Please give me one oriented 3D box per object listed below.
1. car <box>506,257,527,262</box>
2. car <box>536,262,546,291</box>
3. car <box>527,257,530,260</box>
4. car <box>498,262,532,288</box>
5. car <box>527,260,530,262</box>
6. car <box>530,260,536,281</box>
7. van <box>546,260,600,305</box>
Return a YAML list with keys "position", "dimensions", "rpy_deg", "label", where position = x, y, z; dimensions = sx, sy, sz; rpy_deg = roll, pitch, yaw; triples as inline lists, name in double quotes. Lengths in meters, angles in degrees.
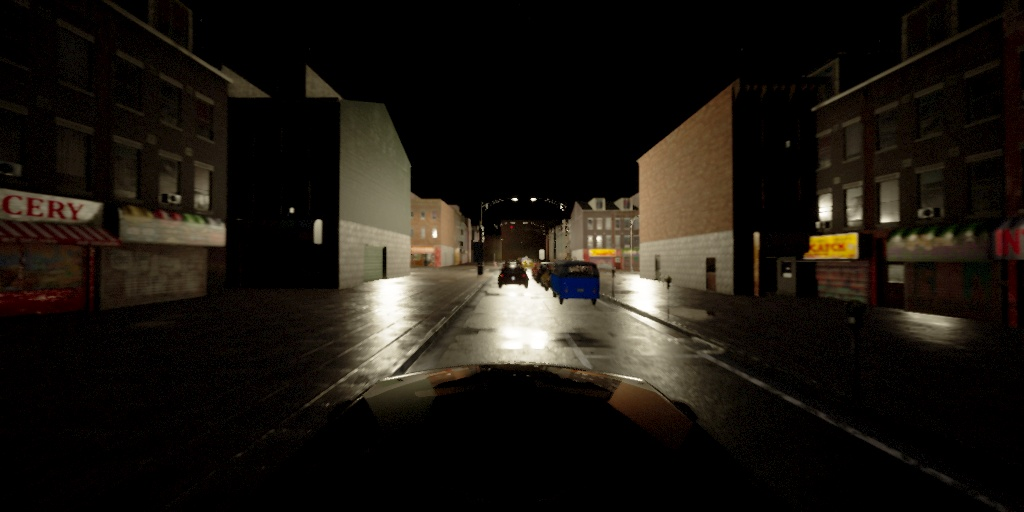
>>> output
- position: [0.074, 1.100, 33.580]
  dimensions: [2.097, 1.767, 4.553]
  rpy_deg: [0, 0, 0]
  label: "car"
- position: [2.631, 1.270, 21.410]
  dimensions: [1.751, 1.417, 4.829]
  rpy_deg: [0, 0, 0]
  label: "car"
- position: [2.617, 1.303, 59.336]
  dimensions: [1.751, 1.417, 4.829]
  rpy_deg: [0, 0, 0]
  label: "car"
- position: [0.086, 1.308, 23.597]
  dimensions: [1.994, 1.385, 4.181]
  rpy_deg: [0, 0, 0]
  label: "car"
- position: [2.627, 1.293, 32.321]
  dimensions: [1.888, 1.381, 4.507]
  rpy_deg: [0, 0, 0]
  label: "car"
- position: [2.629, 1.185, 26.780]
  dimensions: [1.967, 1.591, 4.097]
  rpy_deg: [0, 0, 0]
  label: "car"
- position: [2.633, 1.085, 15.699]
  dimensions: [1.690, 1.789, 3.998]
  rpy_deg: [0, 0, 0]
  label: "van"
